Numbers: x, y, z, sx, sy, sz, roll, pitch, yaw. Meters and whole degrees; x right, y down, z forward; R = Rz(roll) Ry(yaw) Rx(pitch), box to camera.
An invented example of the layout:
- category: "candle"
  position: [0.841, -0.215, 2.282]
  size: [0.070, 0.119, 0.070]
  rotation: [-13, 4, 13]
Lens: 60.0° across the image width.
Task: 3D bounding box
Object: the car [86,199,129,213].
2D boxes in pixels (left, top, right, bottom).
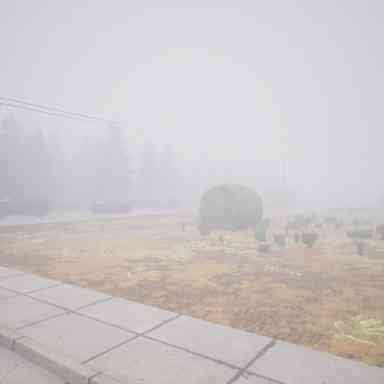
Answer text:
- category: "car"
  position: [-9.526, 1.552, 37.740]
  size: [1.812, 1.442, 4.674]
  rotation: [0, 0, 37]

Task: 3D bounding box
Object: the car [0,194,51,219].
- category: "car"
  position: [-15.476, 1.248, 29.693]
  size: [2.150, 2.045, 5.566]
  rotation: [0, 0, 36]

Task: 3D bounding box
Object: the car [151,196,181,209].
- category: "car"
  position: [-3.559, 1.379, 45.816]
  size: [2.097, 1.767, 4.553]
  rotation: [0, 0, 37]

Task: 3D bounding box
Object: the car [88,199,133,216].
- category: "car"
  position: [-8.071, 1.552, 33.483]
  size: [1.812, 1.442, 4.674]
  rotation: [0, 0, 36]
